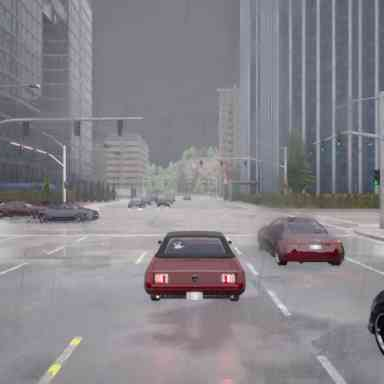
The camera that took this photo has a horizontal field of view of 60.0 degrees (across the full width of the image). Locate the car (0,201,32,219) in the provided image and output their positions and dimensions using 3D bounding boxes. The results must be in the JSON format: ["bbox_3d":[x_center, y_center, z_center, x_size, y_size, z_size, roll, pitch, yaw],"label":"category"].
[{"bbox_3d":[-14.550,1.525,28.442,4.674,1.442,1.812,0,0,-6],"label":"car"}]

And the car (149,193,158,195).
[{"bbox_3d":[-8.006,1.222,67.387,2.150,2.045,5.566,0,0,-1],"label":"car"}]

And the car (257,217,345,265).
[{"bbox_3d":[3.576,1.564,11.627,1.994,1.385,4.181,0,0,0],"label":"car"}]

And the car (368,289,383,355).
[{"bbox_3d":[3.608,1.564,3.216,1.994,1.385,4.181,0,0,-1],"label":"car"}]

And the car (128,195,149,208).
[{"bbox_3d":[-7.796,1.525,47.443,1.812,1.442,4.674,0,0,1],"label":"car"}]

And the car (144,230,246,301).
[{"bbox_3d":[0.070,1.601,8.268,1.895,1.301,4.718,0,0,0],"label":"car"}]

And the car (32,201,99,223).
[{"bbox_3d":[-9.111,1.563,24.683,4.181,1.385,1.994,0,0,0],"label":"car"}]

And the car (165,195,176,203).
[{"bbox_3d":[-4.556,1.524,71.826,2.128,1.511,4.902,0,0,-1],"label":"car"}]

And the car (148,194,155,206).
[{"bbox_3d":[-7.914,1.504,56.697,1.837,1.490,4.892,0,0,-1],"label":"car"}]

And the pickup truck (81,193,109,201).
[{"bbox_3d":[-21.201,1.058,73.315,2.390,2.098,6.274,0,0,30],"label":"pickup truck"}]

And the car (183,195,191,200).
[{"bbox_3d":[-1.300,1.552,88.541,1.994,1.385,4.181,0,0,-1],"label":"car"}]

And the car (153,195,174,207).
[{"bbox_3d":[-4.353,1.547,51.544,2.033,1.411,5.357,0,0,-1],"label":"car"}]
